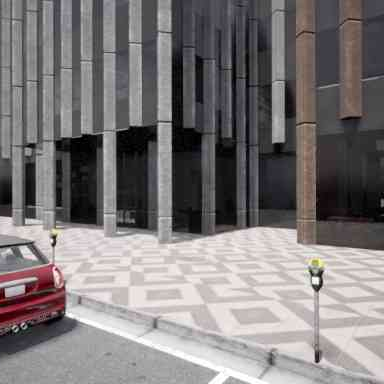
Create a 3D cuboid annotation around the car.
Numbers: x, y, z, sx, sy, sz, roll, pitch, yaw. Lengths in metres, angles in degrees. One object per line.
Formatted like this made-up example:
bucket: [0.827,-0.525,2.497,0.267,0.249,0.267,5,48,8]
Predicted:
car: [-4.103,1.441,5.881,4.097,1.590,1.967,0,0,35]
